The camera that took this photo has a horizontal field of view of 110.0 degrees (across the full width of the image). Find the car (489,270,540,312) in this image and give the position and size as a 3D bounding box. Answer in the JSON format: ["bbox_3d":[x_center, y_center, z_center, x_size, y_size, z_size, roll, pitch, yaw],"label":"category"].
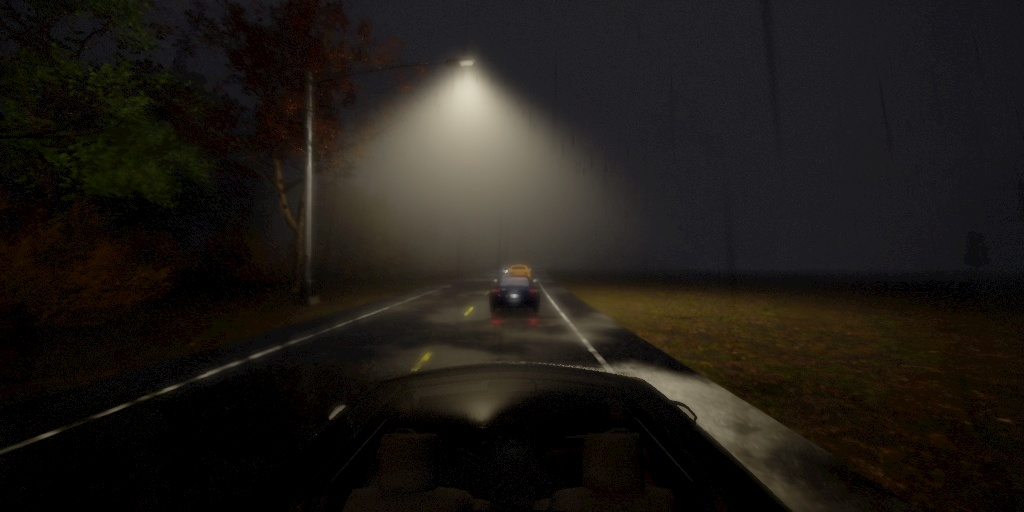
[{"bbox_3d":[0.143,1.458,15.186,1.994,1.385,4.181,0,0,2],"label":"car"}]

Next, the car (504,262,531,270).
[{"bbox_3d":[0.628,1.533,30.980,1.882,1.535,5.008,0,0,3],"label":"car"}]
